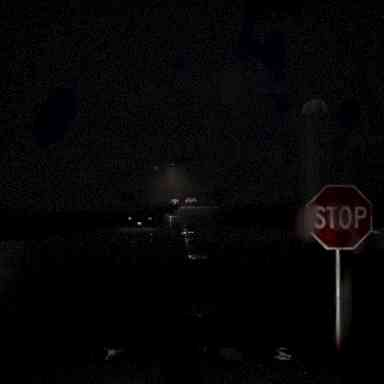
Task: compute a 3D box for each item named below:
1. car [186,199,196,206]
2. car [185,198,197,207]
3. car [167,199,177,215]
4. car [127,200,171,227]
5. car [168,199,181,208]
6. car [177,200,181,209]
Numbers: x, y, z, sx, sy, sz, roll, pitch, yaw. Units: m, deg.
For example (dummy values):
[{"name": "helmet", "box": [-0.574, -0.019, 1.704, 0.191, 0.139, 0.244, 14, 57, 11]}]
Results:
[{"name": "car", "box": [-0.186, 2.156, 71.188, 2.033, 1.411, 5.357, 0, -1, 0]}, {"name": "car", "box": [-0.160, 1.839, 61.162, 2.097, 1.767, 4.553, 0, -1, 0]}, {"name": "car", "box": [-2.940, 1.744, 36.077, 1.895, 1.301, 4.718, 0, -1, 0]}, {"name": "car", "box": [-3.138, 1.612, 24.051, 2.033, 1.411, 5.357, 1, 0, 5]}, {"name": "car", "box": [-2.937, 1.997, 57.639, 1.994, 1.385, 4.181, 0, -1, 1]}, {"name": "car", "box": [-2.956, 1.777, 47.615, 2.128, 1.511, 4.902, 0, -1, 0]}]
